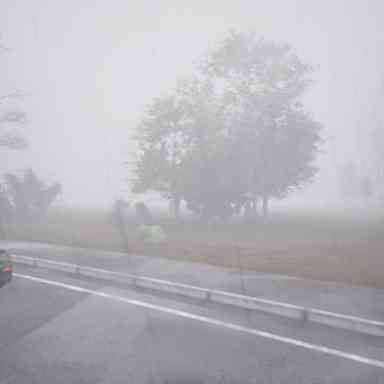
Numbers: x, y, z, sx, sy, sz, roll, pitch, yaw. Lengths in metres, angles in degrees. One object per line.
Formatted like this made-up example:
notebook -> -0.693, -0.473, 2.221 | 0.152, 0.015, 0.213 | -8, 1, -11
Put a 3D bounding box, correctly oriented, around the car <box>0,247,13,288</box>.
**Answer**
car -> -6.022, 1.509, 7.631 | 4.674, 1.442, 1.812 | 0, 0, 31
